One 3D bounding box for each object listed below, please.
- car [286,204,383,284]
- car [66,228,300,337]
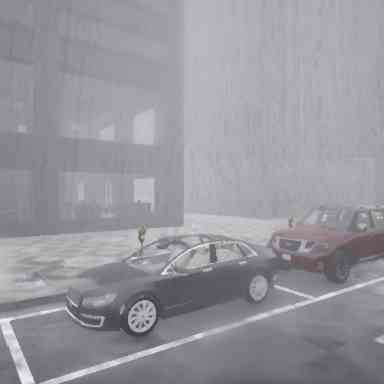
[{"bbox_3d":[4.416,1.315,9.796,5.009,1.841,2.192,0,0,-35],"label":"car"},{"bbox_3d":[-0.151,1.550,6.539,4.403,1.369,2.008,0,0,-35],"label":"car"}]
